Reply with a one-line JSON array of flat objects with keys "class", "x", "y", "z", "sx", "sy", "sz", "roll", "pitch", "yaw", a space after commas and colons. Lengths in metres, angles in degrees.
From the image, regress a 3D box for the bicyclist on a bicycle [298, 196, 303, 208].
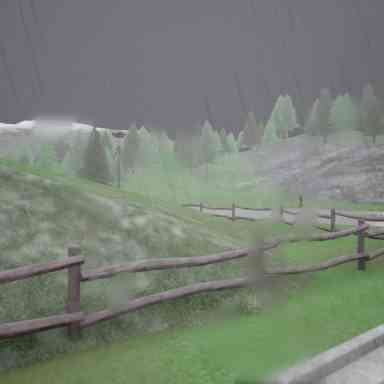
[{"class": "bicyclist on a bicycle", "x": 14.321, "y": 1.302, "z": 43.832, "sx": 0.582, "sy": 1.620, "sz": 1.656, "roll": 0, "pitch": 0, "yaw": 34}]
